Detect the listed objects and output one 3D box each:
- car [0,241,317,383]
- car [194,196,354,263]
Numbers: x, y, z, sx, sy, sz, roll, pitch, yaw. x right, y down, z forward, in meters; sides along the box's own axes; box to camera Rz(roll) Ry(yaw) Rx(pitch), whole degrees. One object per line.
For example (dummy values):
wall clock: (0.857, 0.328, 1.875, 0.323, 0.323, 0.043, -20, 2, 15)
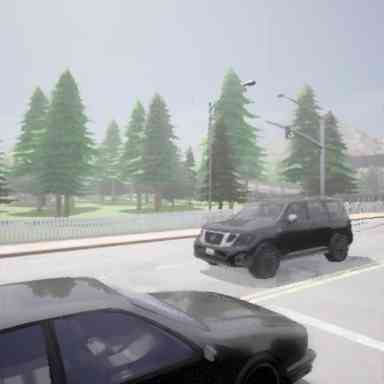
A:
car: (-1.217, 1.544, 2.896, 5.357, 1.411, 2.033, 0, 0, -36)
car: (2.713, 1.169, 10.227, 5.566, 2.045, 2.150, 0, 0, -36)
